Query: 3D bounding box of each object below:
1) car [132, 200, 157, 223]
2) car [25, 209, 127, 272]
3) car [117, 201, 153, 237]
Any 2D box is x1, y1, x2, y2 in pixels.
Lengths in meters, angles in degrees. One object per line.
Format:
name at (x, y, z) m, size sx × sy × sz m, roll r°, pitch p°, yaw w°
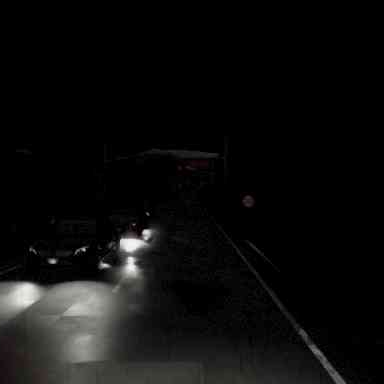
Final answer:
car at (-3.559, 1.354, 22.238) m, size 2.097 × 1.767 × 4.553 m, roll 0°, pitch 2°, yaw 0°
car at (-3.589, 1.517, 10.909) m, size 1.812 × 1.442 × 4.674 m, roll 0°, pitch 0°, yaw 0°
car at (-3.497, 1.507, 17.963) m, size 1.994 × 1.385 × 4.181 m, roll 0°, pitch 3°, yaw 0°
